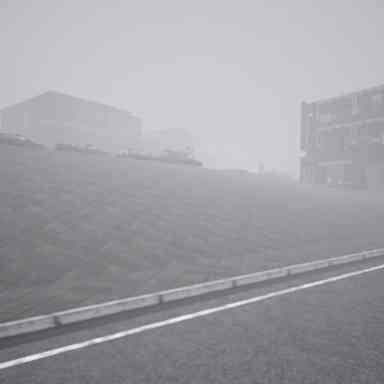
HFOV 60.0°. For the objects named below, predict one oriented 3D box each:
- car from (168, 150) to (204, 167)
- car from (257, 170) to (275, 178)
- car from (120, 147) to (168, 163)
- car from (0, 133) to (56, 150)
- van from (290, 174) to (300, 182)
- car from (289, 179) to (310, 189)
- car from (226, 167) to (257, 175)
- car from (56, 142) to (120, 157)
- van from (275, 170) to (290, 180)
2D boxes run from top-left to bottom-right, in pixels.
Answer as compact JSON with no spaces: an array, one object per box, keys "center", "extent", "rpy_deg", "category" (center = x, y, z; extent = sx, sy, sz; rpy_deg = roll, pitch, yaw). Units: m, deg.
[{"center":[-1.157,-3.305,36.200],"extent":[2.435,2.045,5.566],"rpy_deg":[1,-1,44],"category":"car"},{"center":[9.770,-2.365,48.650],"extent":[2.002,1.452,4.674],"rpy_deg":[1,-2,40],"category":"car"},{"center":[-5.042,-3.356,32.152],"extent":[2.185,1.767,4.553],"rpy_deg":[0,-1,45],"category":"car"},{"center":[-12.929,-3.476,24.402],"extent":[4.674,1.452,2.002],"rpy_deg":[2,-1,-43],"category":"car"},{"center":[16.766,-2.083,57.406],"extent":[1.878,1.987,4.442],"rpy_deg":[1,-2,38],"category":"van"},{"center":[20.026,-1.537,61.760],"extent":[2.163,1.488,4.792],"rpy_deg":[1,-3,37],"category":"car"},{"center":[6.196,-2.603,44.419],"extent":[2.002,1.452,4.674],"rpy_deg":[1,-2,41],"category":"car"},{"center":[-9.020,-3.384,28.157],"extent":[4.892,1.521,2.231],"rpy_deg":[2,-1,-44],"category":"car"},{"center":[13.370,-2.364,53.040],"extent":[1.878,1.987,4.442],"rpy_deg":[1,-2,39],"category":"van"}]
